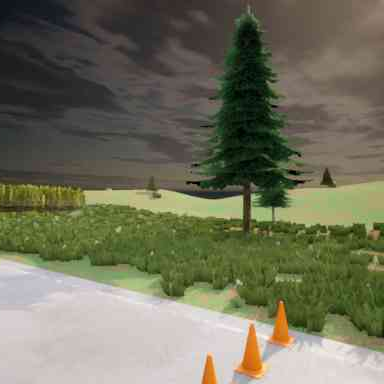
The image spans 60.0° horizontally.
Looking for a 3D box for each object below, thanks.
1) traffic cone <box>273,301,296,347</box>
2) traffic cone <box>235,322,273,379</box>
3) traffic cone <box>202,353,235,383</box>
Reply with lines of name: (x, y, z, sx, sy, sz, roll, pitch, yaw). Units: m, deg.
traffic cone: (1.348, 1.955, 5.029, 0.340, 0.580, 0.340, 0, 0, 36)
traffic cone: (0.764, 1.955, 4.218, 0.340, 0.580, 0.340, 0, 0, 36)
traffic cone: (0.179, 1.955, 3.406, 0.340, 0.580, 0.340, 0, 0, 36)
